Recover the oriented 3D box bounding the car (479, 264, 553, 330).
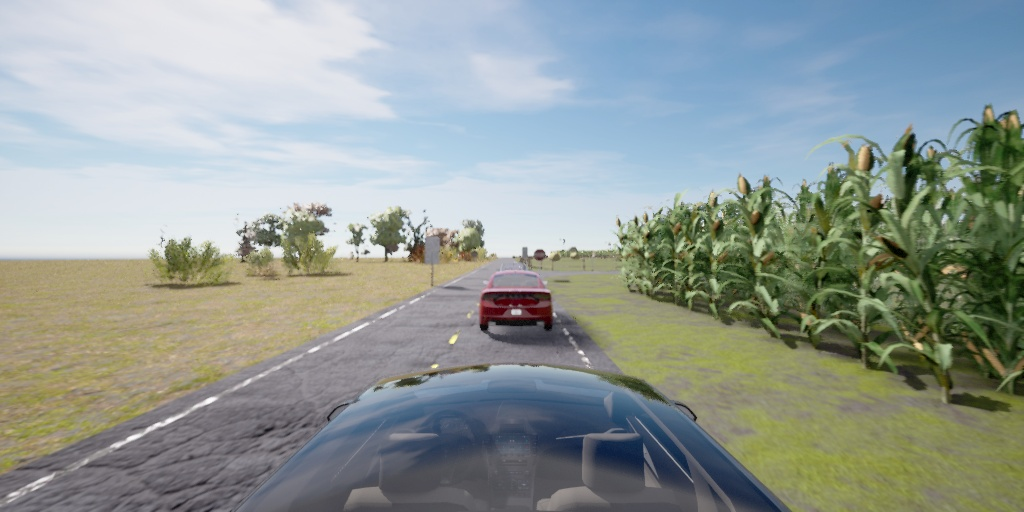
[{"bbox_3d":[0.103,1.161,10.844,1.882,1.535,5.008,0,0,0],"label":"car"}]
